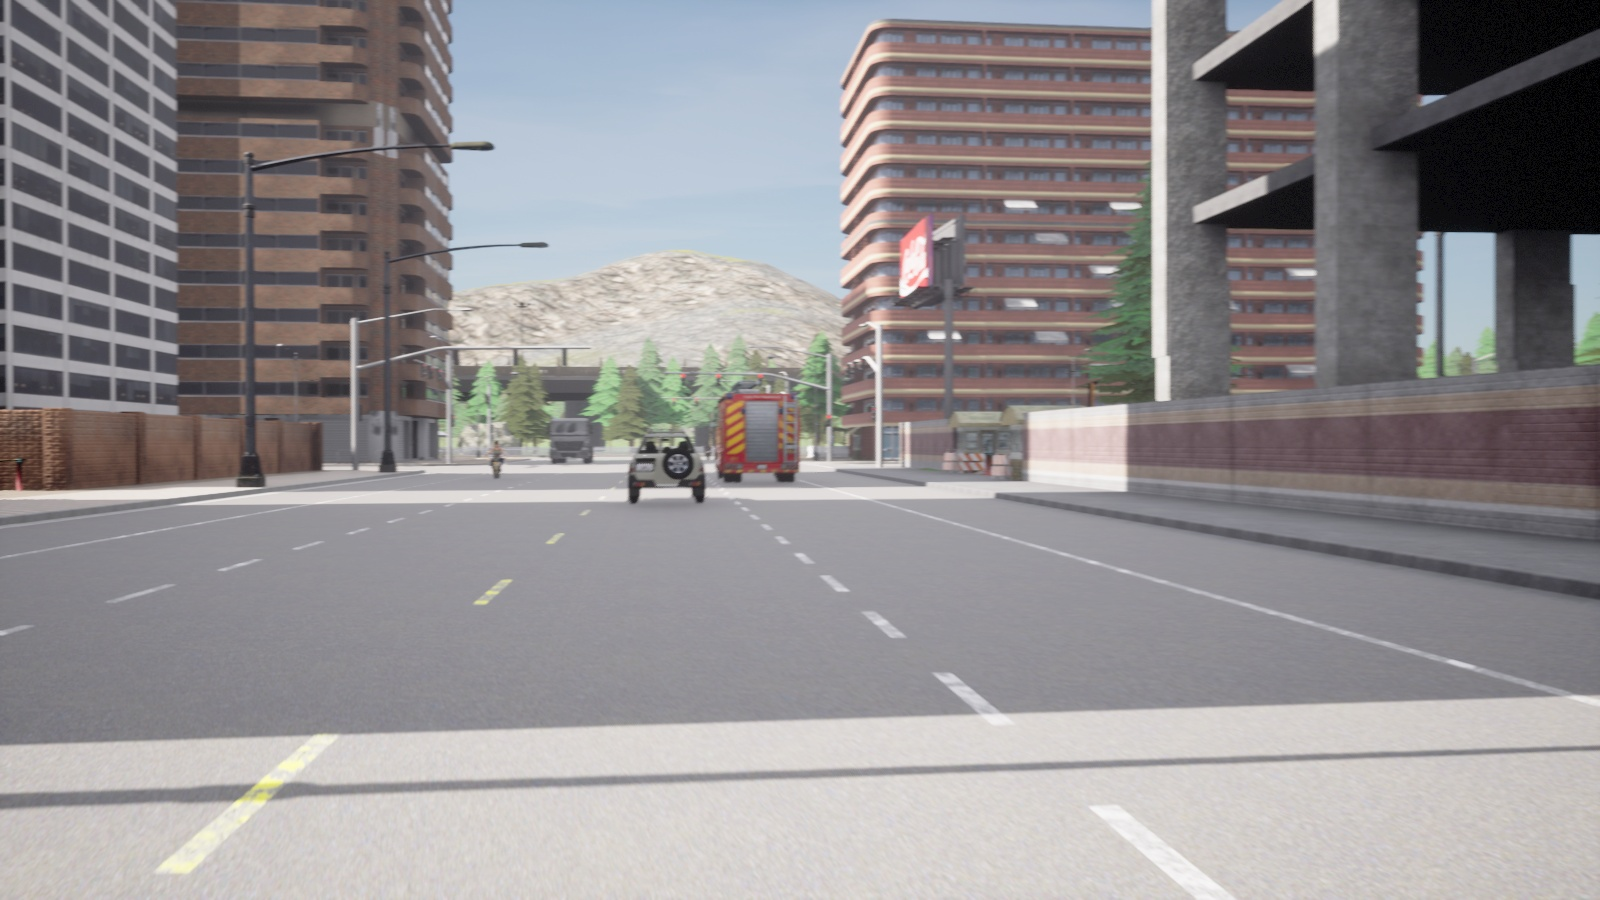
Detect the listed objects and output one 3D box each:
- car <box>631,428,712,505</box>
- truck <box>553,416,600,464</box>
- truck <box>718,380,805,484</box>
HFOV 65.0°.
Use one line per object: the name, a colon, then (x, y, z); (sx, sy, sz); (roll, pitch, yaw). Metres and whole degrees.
car: (-3.342, 0.381, 32.510); (1.932, 1.855, 4.605); (0, 0, -6)
truck: (-16.799, -0.760, 94.802); (2.891, 3.462, 7.936); (0, 0, -6)
truck: (-1.683, -0.704, 50.594); (2.891, 3.827, 8.468); (0, 0, -6)
